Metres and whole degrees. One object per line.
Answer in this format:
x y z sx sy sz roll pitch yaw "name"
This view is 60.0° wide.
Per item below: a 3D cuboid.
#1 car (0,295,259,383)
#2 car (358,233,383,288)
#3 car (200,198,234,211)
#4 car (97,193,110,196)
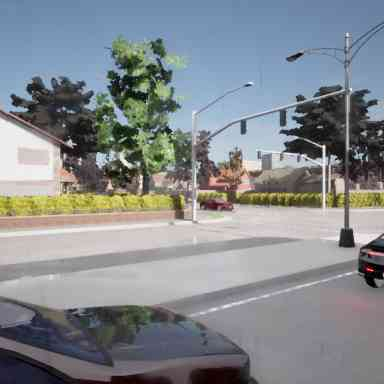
-1.984 1.547 2.333 5.357 1.411 2.033 0 0 -35 "car"
5.935 1.492 8.018 4.902 1.511 2.128 0 0 -35 "car"
2.950 1.478 40.288 1.882 1.535 5.008 0 0 -36 "car"
-18.111 1.219 69.420 2.150 2.045 5.566 0 0 -36 "car"
